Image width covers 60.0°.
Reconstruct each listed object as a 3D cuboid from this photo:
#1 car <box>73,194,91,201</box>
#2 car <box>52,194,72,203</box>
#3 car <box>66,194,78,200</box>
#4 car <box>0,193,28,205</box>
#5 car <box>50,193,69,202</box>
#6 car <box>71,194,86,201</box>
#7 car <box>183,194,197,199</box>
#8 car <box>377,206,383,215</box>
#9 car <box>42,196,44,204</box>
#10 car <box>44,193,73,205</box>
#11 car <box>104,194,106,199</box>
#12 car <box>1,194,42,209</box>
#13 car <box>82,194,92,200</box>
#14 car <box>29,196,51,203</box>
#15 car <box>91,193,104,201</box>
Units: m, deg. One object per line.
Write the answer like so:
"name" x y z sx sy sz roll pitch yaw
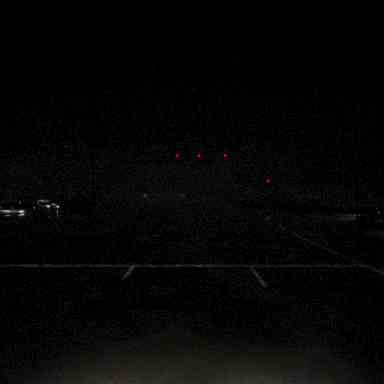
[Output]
"car" -21.101 1.350 62.260 1.895 1.301 4.718 0 0 0
"car" -24.584 1.222 63.200 1.882 1.535 5.008 0 0 1
"car" -29.179 1.262 80.785 1.895 1.301 4.718 0 0 -10
"car" -28.129 1.143 52.533 2.097 1.767 4.553 0 0 0
"car" -28.103 1.067 70.671 2.097 1.767 4.553 0 0 0
"car" -24.635 1.229 72.285 1.812 1.442 4.674 0 0 -3
"car" -0.205 1.201 94.717 1.895 1.301 4.718 0 0 -18
"car" 17.639 1.260 26.129 4.553 1.767 2.097 0 0 6
"car" -24.633 1.336 53.227 2.033 1.411 5.357 0 0 0
"car" -21.137 1.295 52.969 1.837 1.490 4.892 0 0 0
"car" -22.133 1.166 81.250 1.837 1.490 4.892 0 0 -10
"car" -21.136 1.192 41.420 2.097 1.767 4.553 0 0 0
"car" -25.940 1.161 82.375 1.837 1.490 4.892 0 0 -10
"car" -28.079 1.353 61.626 1.895 1.301 4.718 0 0 0
"car" -21.124 1.065 71.221 2.097 1.767 4.553 0 0 0
